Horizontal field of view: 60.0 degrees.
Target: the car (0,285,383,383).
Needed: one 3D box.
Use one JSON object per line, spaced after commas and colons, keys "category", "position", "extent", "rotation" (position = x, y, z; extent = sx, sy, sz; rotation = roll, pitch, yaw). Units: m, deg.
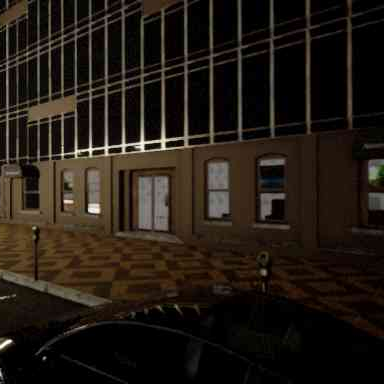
{"category": "car", "position": [-0.105, 1.561, 2.958], "extent": [4.313, 1.339, 1.947], "rotation": [0, 0, 36]}
